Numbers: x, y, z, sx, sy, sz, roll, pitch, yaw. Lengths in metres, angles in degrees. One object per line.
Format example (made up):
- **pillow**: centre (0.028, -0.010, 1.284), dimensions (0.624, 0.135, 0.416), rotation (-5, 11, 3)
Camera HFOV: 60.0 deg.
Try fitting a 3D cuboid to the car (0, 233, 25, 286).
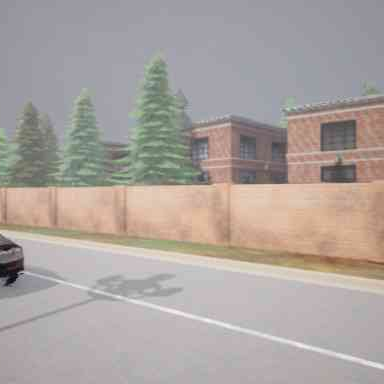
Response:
- **car**: centre (-6.061, 1.509, 8.249), dimensions (4.902, 1.511, 2.128), rotation (0, 0, 36)
